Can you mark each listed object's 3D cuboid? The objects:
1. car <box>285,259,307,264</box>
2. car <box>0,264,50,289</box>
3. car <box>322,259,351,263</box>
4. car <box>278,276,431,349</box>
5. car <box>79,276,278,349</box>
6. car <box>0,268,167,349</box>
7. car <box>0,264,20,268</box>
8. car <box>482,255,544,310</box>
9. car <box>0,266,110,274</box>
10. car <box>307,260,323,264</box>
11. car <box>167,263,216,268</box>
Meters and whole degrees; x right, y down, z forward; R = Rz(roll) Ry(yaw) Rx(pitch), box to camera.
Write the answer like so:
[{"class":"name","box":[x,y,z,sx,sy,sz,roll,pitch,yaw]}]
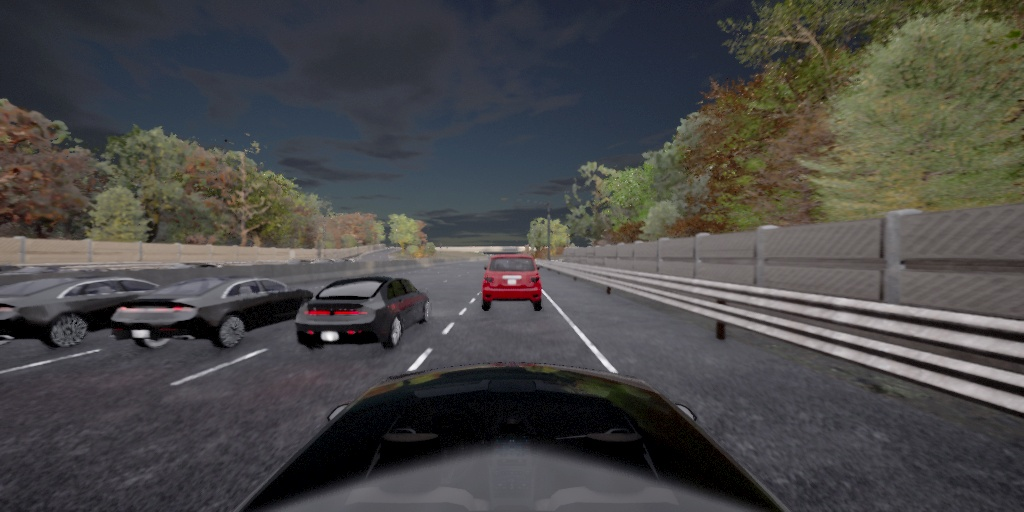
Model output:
[{"class":"car","box":[-31.507,1.243,52.458,1.837,1.490,4.892,0,2,0]},{"class":"car","box":[-31.588,1.246,21.356,1.837,1.490,4.892,0,0,0]},{"class":"car","box":[-24.515,1.290,51.255,1.837,1.490,4.892,0,3,0]},{"class":"car","box":[-3.400,1.249,9.119,1.837,1.490,4.892,0,0,0]},{"class":"car","box":[-6.897,1.235,9.089,2.128,1.511,4.902,0,0,0]},{"class":"car","box":[-10.399,1.235,9.094,2.128,1.511,4.902,0,0,0]},{"class":"car","box":[-28.088,1.305,21.389,1.994,1.385,4.181,0,0,0]},{"class":"car","box":[-0.001,0.964,14.734,2.150,2.045,5.566,0,0,0]},{"class":"car","box":[-24.593,1.342,20.319,1.895,1.301,4.718,0,0,0]},{"class":"car","box":[-28.010,1.309,53.612,1.837,1.490,4.892,0,2,0]},{"class":"car","box":[-21.090,1.247,23.225,1.837,1.490,4.892,0,0,0]}]
